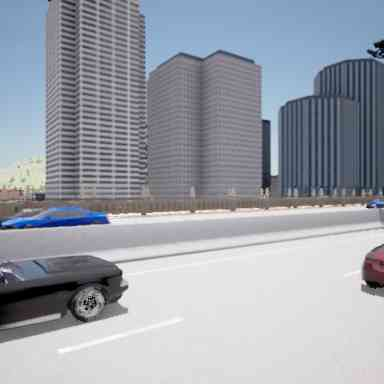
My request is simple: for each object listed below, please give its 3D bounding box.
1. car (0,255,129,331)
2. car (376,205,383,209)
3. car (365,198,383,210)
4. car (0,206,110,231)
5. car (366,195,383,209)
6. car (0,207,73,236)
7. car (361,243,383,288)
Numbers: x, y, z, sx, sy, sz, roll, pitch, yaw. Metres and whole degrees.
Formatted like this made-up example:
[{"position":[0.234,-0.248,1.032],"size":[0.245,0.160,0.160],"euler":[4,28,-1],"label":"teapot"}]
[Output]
[{"position":[-3.523,1.608,5.572],"size":[4.718,1.301,1.895],"euler":[0,0,-35],"label":"car"},{"position":[11.444,1.499,16.276],"size":[4.902,1.511,2.128],"euler":[0,0,-36],"label":"car"},{"position":[24.944,1.571,43.417],"size":[5.357,1.411,2.033],"euler":[0,0,-35],"label":"car"},{"position":[-6.597,1.496,16.493],"size":[5.008,1.535,1.882],"euler":[0,0,-36],"label":"car"},{"position":[18.220,1.237,29.998],"size":[5.566,2.045,2.150],"euler":[0,0,-36],"label":"car"},{"position":[-9.417,1.623,18.777],"size":[4.718,1.301,1.895],"euler":[0,0,-36],"label":"car"},{"position":[5.955,1.568,8.040],"size":[4.181,1.385,1.994],"euler":[0,0,-36],"label":"car"}]
